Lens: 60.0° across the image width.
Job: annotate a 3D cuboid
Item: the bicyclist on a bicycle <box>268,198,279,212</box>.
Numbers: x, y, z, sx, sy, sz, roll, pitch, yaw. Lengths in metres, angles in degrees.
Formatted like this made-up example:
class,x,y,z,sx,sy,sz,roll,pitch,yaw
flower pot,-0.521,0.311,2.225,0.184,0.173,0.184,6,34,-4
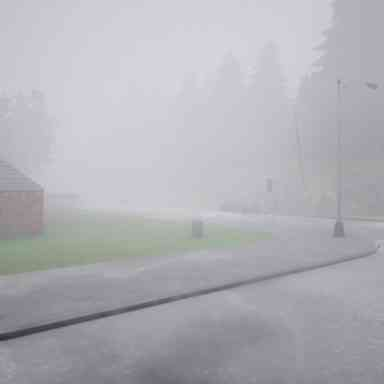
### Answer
class,x,y,z,sx,sy,sz,roll,pitch,yaw
bicyclist on a bicycle,8.629,1.271,35.186,1.656,1.620,0.582,-1,0,-36

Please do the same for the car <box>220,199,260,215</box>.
class,x,y,z,sx,sy,sz,roll,pitch,yaw
car,4.768,1.460,33.378,1.812,1.442,4.674,0,0,-35

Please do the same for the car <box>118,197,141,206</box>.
class,x,y,z,sx,sy,sz,roll,pitch,yaw
car,-10.242,1.482,54.288,2.033,1.411,5.357,0,0,-35
